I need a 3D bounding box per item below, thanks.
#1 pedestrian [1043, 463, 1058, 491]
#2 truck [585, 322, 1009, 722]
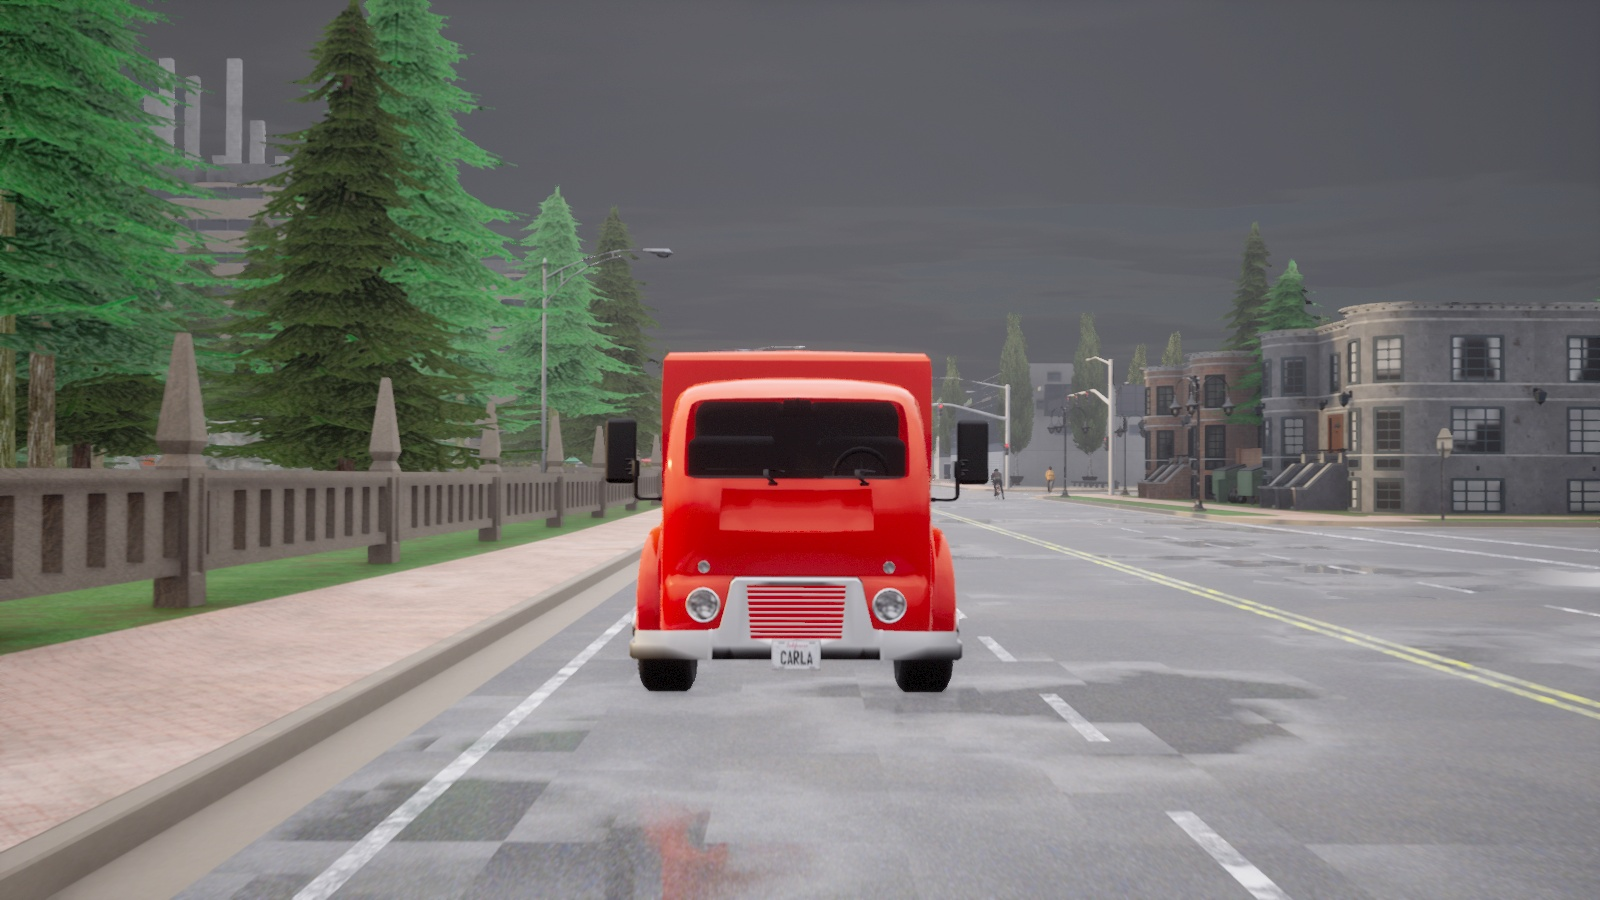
[{"bbox_3d":[16.629,1.801,83.424,0.874,1.855,0.900,0,-1,2],"label":"pedestrian"},{"bbox_3d":[-0.027,0.484,10.401,2.627,2.467,5.204,0,-1,0],"label":"truck"}]
